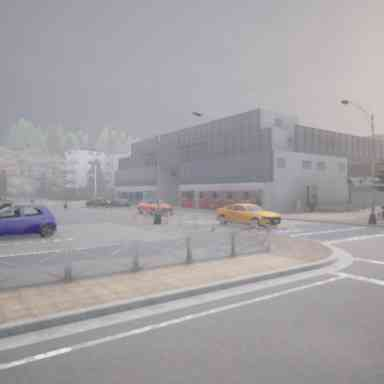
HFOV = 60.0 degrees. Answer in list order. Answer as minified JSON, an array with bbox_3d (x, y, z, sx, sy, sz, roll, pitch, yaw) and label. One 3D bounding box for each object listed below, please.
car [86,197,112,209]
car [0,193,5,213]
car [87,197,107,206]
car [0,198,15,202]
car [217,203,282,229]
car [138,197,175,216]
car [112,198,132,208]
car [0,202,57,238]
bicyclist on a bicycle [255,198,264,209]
[{"bbox_3d":[-13.269,1.640,46.614,1.895,1.301,4.718,0,0,-34],"label":"car"},{"bbox_3d":[-20.713,1.083,32.636,3.866,1.878,1.905,0,0,-35],"label":"car"},{"bbox_3d":[-16.450,1.557,57.375,1.837,1.490,4.892,0,0,-35],"label":"car"},{"bbox_3d":[-18.710,1.105,30.490,4.605,1.855,1.932,0,0,-35],"label":"car"},{"bbox_3d":[3.715,1.517,22.233,1.882,1.535,5.008,0,0,-35],"label":"car"},{"bbox_3d":[-3.507,1.391,32.564,2.097,1.767,4.553,0,0,-35],"label":"car"},{"bbox_3d":[-10.728,1.600,49.269,2.033,1.411,5.357,0,0,-34],"label":"car"},{"bbox_3d":[-8.180,1.381,15.178,3.633,1.501,1.845,0,0,-35],"label":"car"},{"bbox_3d":[6.321,1.366,31.560,1.656,1.620,0.582,0,0,-35],"label":"bicyclist on a bicycle"}]
